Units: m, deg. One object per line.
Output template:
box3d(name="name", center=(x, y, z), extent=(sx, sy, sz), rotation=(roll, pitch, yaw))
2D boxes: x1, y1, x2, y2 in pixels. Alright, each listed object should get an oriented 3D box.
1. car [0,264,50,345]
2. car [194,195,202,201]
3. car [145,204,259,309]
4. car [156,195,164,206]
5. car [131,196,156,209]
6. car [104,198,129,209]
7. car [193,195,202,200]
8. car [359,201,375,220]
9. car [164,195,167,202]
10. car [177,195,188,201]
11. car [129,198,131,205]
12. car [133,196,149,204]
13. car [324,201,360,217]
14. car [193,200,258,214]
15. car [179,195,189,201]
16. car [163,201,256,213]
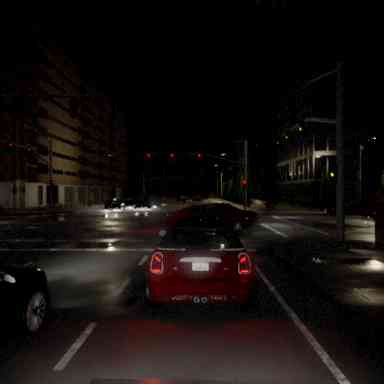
box3d(name="car", center=(-3.397, 1.490, 3.814), extent=(2.128, 1.511, 4.902), rotation=(0, 0, 1))
box3d(name="car", center=(1.532, 1.440, 83.918), extent=(1.882, 1.535, 5.008), rotation=(0, 0, 2))
box3d(name="car", center=(0.218, 1.348, 8.043), extent=(2.097, 1.767, 4.553), rotation=(0, 0, 2))
box3d(name="car", center=(-6.415, 1.466, 54.963), extent=(2.128, 1.511, 4.902), rotation=(0, 0, 2))
box3d(name="car", center=(-6.639, 1.543, 46.072), extent=(1.994, 1.385, 4.181), rotation=(0, 0, 1))
box3d(name="car", center=(-10.169, 1.544, 44.076), extent=(1.994, 1.385, 4.181), rotation=(0, 0, 1))
box3d(name="car", center=(1.233, 1.444, 73.764), extent=(1.882, 1.535, 5.008), rotation=(0, 0, 2))
box3d(name="car", center=(16.688, 1.591, 26.410), extent=(5.357, 1.411, 2.033), rotation=(0, 0, 1))
box3d(name="car", center=(-6.080, 1.323, 64.767), extent=(2.097, 1.767, 4.553), rotation=(0, 0, 2))
box3d(name="car", center=(-2.268, 1.509, 72.945), extent=(2.033, 1.411, 5.357), rotation=(0, 0, 2))
box3d(name="car", center=(-9.981, 1.577, 52.878), extent=(1.895, 1.301, 4.718), rotation=(0, 0, 2))
box3d(name="car", center=(-9.645, 1.463, 62.970), extent=(2.128, 1.511, 4.902), rotation=(0, 0, 2))
box3d(name="car", center=(14.500, 1.533, 29.957), extent=(4.902, 1.511, 2.128), rotation=(0, 0, 1))
box3d(name="car", center=(2.181, 1.521, 23.009), extent=(4.892, 1.490, 1.837), rotation=(0, 0, 1))
box3d(name="car", center=(-1.967, 1.487, 84.009), extent=(2.128, 1.511, 4.902), rotation=(0, 0, 2))
box3d(name="car", center=(0.930, 1.495, 19.533), extent=(5.008, 1.535, 1.882), rotation=(0, 0, 1))
